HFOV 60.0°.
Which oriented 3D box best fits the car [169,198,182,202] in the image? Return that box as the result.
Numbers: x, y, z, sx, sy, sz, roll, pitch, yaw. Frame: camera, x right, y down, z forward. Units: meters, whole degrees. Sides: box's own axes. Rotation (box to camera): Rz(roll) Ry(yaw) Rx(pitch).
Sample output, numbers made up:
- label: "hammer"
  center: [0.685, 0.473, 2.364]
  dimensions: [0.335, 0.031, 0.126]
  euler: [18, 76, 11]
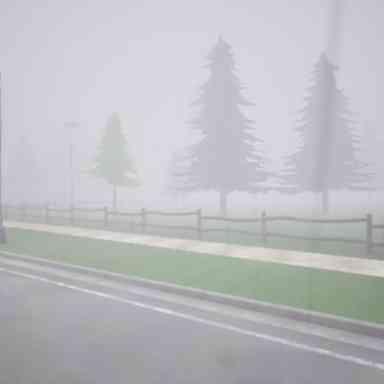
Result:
- label: "car"
  center: [-3.518, 1.778, 69.790]
  dimensions: [1.812, 1.442, 4.674]
  euler: [-1, 0, 35]
